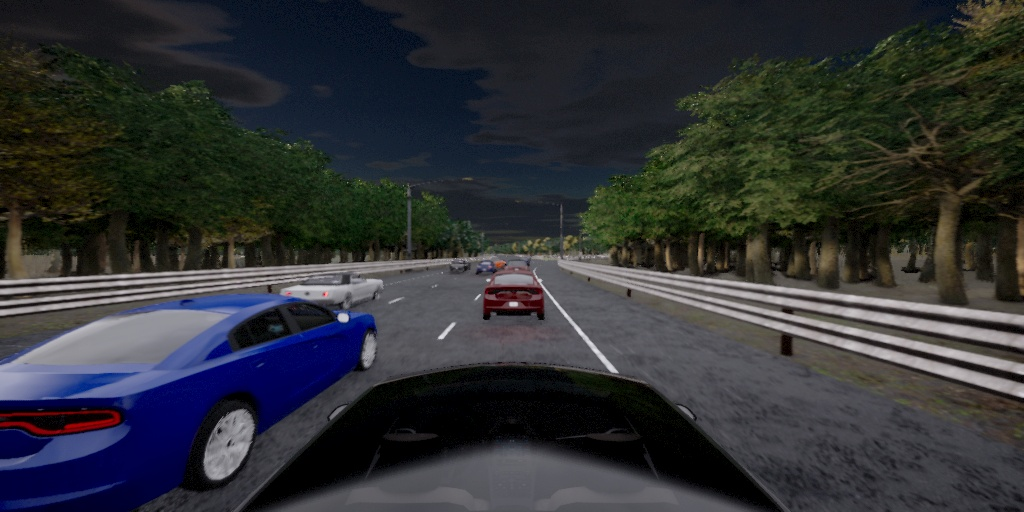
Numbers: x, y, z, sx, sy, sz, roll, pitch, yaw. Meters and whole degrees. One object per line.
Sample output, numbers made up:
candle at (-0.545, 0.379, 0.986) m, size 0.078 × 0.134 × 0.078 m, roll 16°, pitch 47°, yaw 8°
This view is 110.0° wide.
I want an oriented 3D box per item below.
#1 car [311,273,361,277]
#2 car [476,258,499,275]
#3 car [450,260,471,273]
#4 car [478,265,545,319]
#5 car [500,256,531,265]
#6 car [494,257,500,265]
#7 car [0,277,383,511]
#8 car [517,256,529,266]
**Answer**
car at (-6.867, 1.326, 14.387) m, size 1.895 × 1.301 × 4.718 m, roll 0°, pitch 0°, yaw 1°
car at (-2.692, 1.202, 38.358) m, size 1.812 × 1.442 × 4.674 m, roll 0°, pitch 0°, yaw 2°
car at (-6.060, 1.153, 42.454) m, size 2.128 × 1.511 × 4.902 m, roll 0°, pitch 0°, yaw 2°
car at (0.076, 1.229, 12.685) m, size 1.882 × 1.535 × 5.008 m, roll 0°, pitch 0°, yaw 1°
car at (0.418, 1.052, 29.668) m, size 2.097 × 1.767 × 4.553 m, roll 0°, pitch 0°, yaw 2°
car at (-2.147, 0.984, 51.555) m, size 2.097 × 1.767 × 4.553 m, roll 0°, pitch 0°, yaw 5°
car at (-3.391, 1.221, 4.569) m, size 1.882 × 1.535 × 5.008 m, roll 0°, pitch 0°, yaw 0°
car at (2.086, 0.926, 65.429) m, size 2.097 × 1.767 × 4.553 m, roll 0°, pitch 0°, yaw 4°
